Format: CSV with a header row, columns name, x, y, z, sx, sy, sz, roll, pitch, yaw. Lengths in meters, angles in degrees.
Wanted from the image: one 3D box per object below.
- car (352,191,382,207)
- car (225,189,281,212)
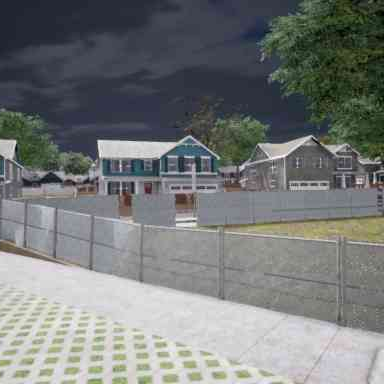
name,x,y,z,sx,sy,sz,roll,pitch,yaw
car,14.299,0.500,28.606,4.892,1.490,1.837,-2,0,-16
car,4.510,0.587,22.639,4.553,1.767,2.097,-2,0,-17
